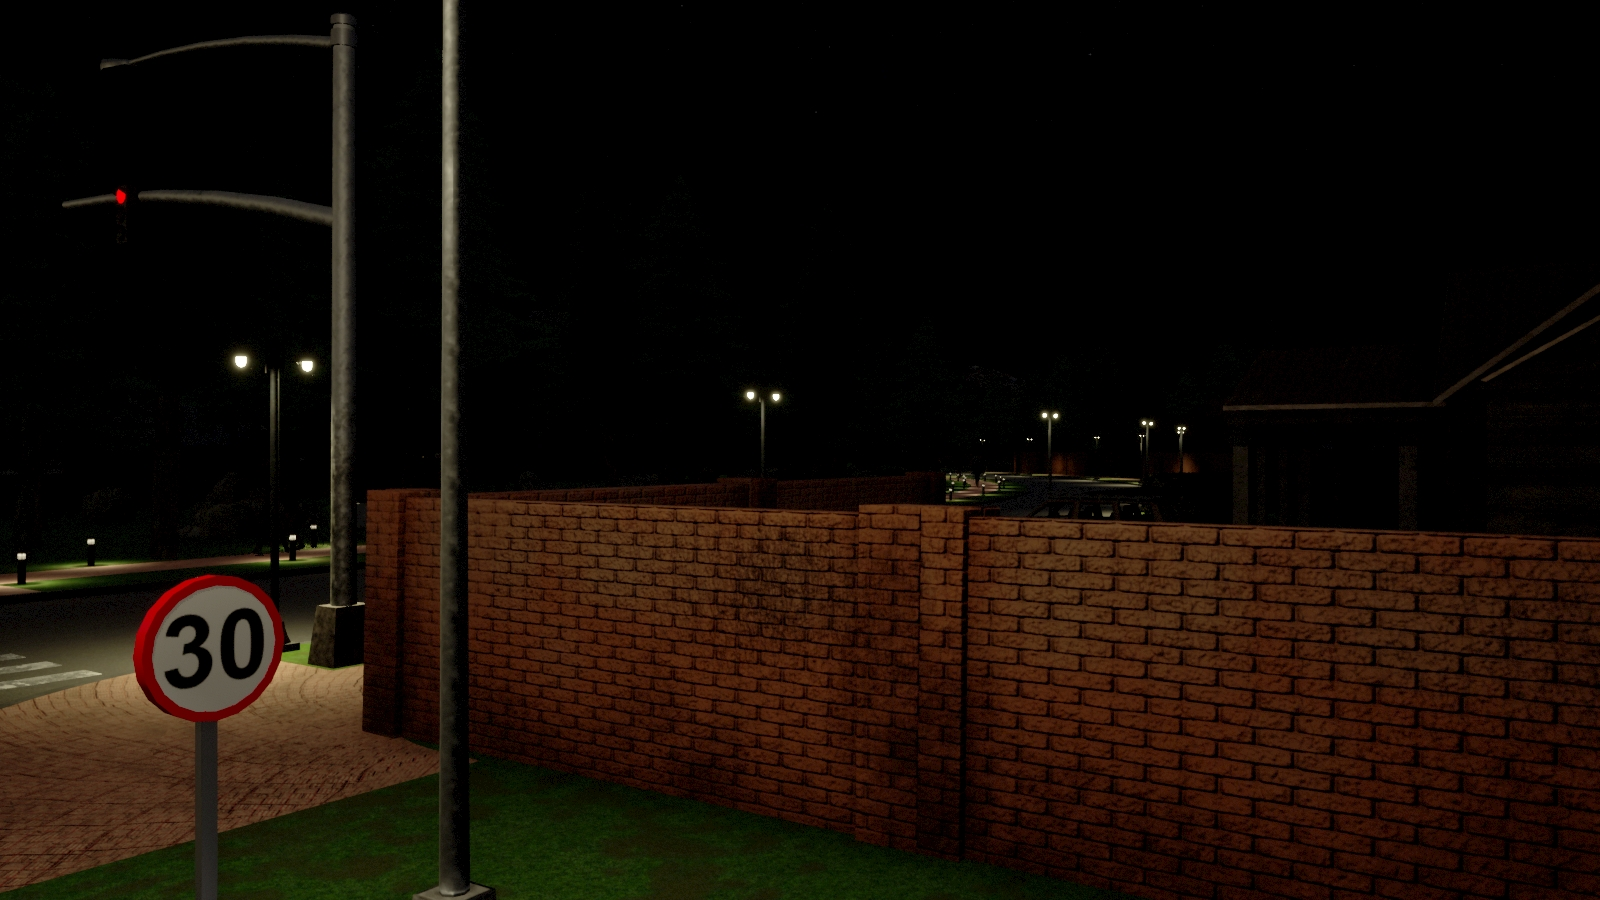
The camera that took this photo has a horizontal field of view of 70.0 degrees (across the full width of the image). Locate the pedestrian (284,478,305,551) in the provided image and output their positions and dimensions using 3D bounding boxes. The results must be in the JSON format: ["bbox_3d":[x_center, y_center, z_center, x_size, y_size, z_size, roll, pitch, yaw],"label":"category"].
[{"bbox_3d":[-13.132,1.663,29.667,0.375,1.860,0.375,0,0,37],"label":"pedestrian"}]

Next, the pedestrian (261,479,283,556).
[{"bbox_3d":[-13.082,1.665,28.305,0.375,1.860,0.375,0,0,-44],"label":"pedestrian"}]
